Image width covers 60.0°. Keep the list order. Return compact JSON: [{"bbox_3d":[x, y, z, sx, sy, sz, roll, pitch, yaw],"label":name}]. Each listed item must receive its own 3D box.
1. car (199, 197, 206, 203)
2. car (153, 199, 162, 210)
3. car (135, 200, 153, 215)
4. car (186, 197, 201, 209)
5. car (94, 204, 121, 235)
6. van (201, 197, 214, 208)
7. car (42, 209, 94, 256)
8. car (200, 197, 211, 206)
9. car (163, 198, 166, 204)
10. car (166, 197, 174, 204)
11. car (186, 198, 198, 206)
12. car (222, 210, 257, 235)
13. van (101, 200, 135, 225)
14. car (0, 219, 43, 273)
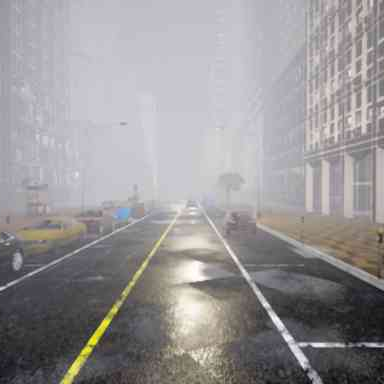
[{"bbox_3d":[2.642,2.059,87.003,1.752,1.417,4.829,-1,0,0],"label":"car"},{"bbox_3d":[-5.721,1.823,47.454,2.008,1.369,4.403,-1,0,0],"label":"car"},{"bbox_3d":[-5.716,1.749,36.203,1.887,1.381,4.507,-1,0,0],"label":"car"},{"bbox_3d":[-0.020,1.850,52.209,2.033,1.411,5.357,0,0,0],"label":"car"},{"bbox_3d":[-5.710,1.651,19.329,1.887,1.381,4.507,-1,0,0],"label":"car"},{"bbox_3d":[2.652,1.650,53.084,1.690,1.788,3.998,-1,0,0],"label":"van"},{"bbox_3d":[-5.708,1.598,13.535,1.752,1.417,4.829,-1,0,0],"label":"car"},{"bbox_3d":[2.650,1.821,64.333,1.967,1.590,4.097,-1,0,0],"label":"car"},{"bbox_3d":[-5.724,1.859,53.079,2.008,1.369,4.403,-1,0,0],"label":"car"},{"bbox_3d":[-5.733,2.006,75.578,2.008,1.369,4.403,-1,0,0],"label":"car"},{"bbox_3d":[-0.026,1.917,62.566,2.033,1.411,5.357,0,0,0],"label":"car"},{"bbox_3d":[2.671,1.688,19.333,1.802,1.307,4.206,-1,0,0],"label":"car"},{"bbox_3d":[-5.715,1.479,24.955,1.690,1.788,3.998,-1,0,0],"label":"van"},{"bbox_3d":[-5.705,1.594,8.079,2.008,1.369,4.403,-1,0,0],"label":"car"}]
